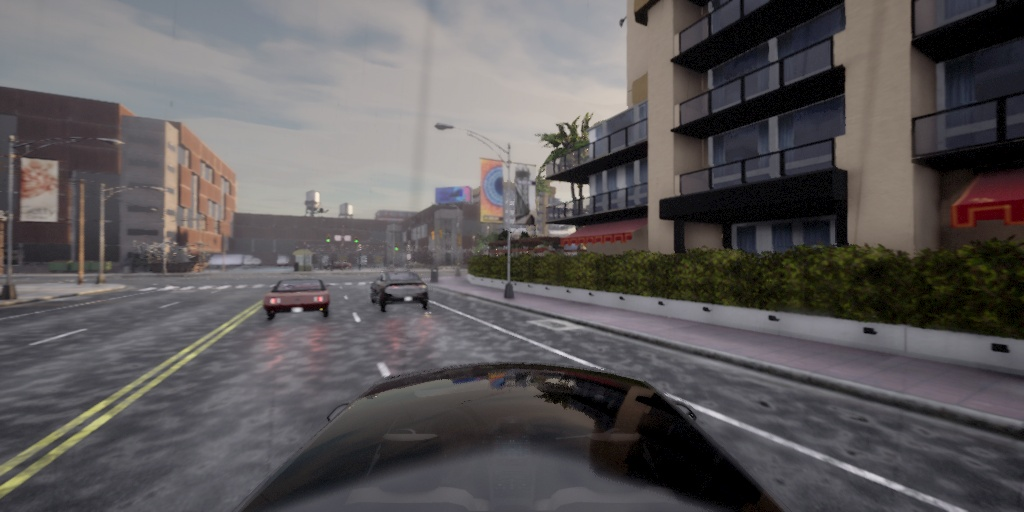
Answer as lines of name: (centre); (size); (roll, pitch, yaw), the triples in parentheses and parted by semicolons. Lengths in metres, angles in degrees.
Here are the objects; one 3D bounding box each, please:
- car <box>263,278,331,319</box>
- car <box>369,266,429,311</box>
car: (-7.920, 1.472, 13.552); (1.895, 1.301, 4.718); (0, -1, -27)
car: (-4.923, 1.387, 15.385); (2.128, 1.511, 4.902); (0, -1, -27)
